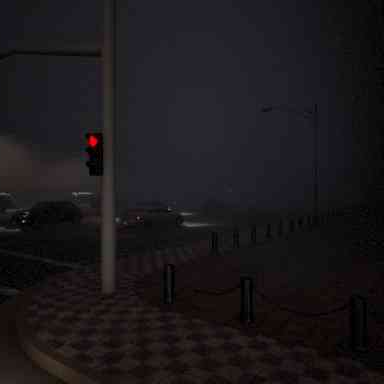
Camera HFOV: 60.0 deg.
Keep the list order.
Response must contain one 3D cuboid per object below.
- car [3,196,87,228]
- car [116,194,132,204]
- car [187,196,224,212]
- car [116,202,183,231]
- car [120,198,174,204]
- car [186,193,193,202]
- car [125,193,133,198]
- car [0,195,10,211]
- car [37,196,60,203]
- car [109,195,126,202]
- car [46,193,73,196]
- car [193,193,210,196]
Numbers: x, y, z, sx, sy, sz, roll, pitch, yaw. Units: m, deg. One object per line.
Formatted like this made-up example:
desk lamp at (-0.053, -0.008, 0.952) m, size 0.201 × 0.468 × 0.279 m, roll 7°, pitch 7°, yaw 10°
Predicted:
car at (-10.005, 1.414, 22.998) m, size 2.097 × 1.767 × 4.553 m, roll 0°, pitch 0°, yaw 36°
car at (-12.086, 1.463, 53.424) m, size 1.970 × 1.475 × 3.806 m, roll 0°, pitch 0°, yaw 36°
car at (1.993, 1.554, 39.429) m, size 2.128 × 1.511 × 4.902 m, roll 0°, pitch 0°, yaw 36°
car at (-2.487, 1.585, 21.088) m, size 1.812 × 1.442 × 4.674 m, roll 0°, pitch 0°, yaw 36°
car at (-4.065, 1.567, 31.142) m, size 1.837 × 1.490 × 4.892 m, roll 0°, pitch 0°, yaw 36°
car at (0.438, 1.223, 65.897) m, size 1.905 × 1.878 × 3.866 m, roll 0°, pitch 0°, yaw 36°
car at (-15.397, 1.229, 77.488) m, size 1.905 × 1.878 × 3.866 m, roll 0°, pitch 0°, yaw 36°
car at (-25.676, 1.465, 44.670) m, size 1.970 × 1.475 × 3.806 m, roll 0°, pitch 0°, yaw 36°
car at (-28.051, 1.438, 65.124) m, size 1.784 × 1.438 × 3.905 m, roll 0°, pitch 0°, yaw 36°
car at (-17.723, 1.470, 79.211) m, size 1.970 × 1.475 × 3.806 m, roll 0°, pitch 0°, yaw 36°
car at (-25.755, 1.226, 63.357) m, size 1.932 × 1.855 × 4.605 m, roll 0°, pitch 0°, yaw 36°
car at (2.738, 1.220, 64.139) m, size 1.932 × 1.855 × 4.605 m, roll 0°, pitch 0°, yaw 36°
